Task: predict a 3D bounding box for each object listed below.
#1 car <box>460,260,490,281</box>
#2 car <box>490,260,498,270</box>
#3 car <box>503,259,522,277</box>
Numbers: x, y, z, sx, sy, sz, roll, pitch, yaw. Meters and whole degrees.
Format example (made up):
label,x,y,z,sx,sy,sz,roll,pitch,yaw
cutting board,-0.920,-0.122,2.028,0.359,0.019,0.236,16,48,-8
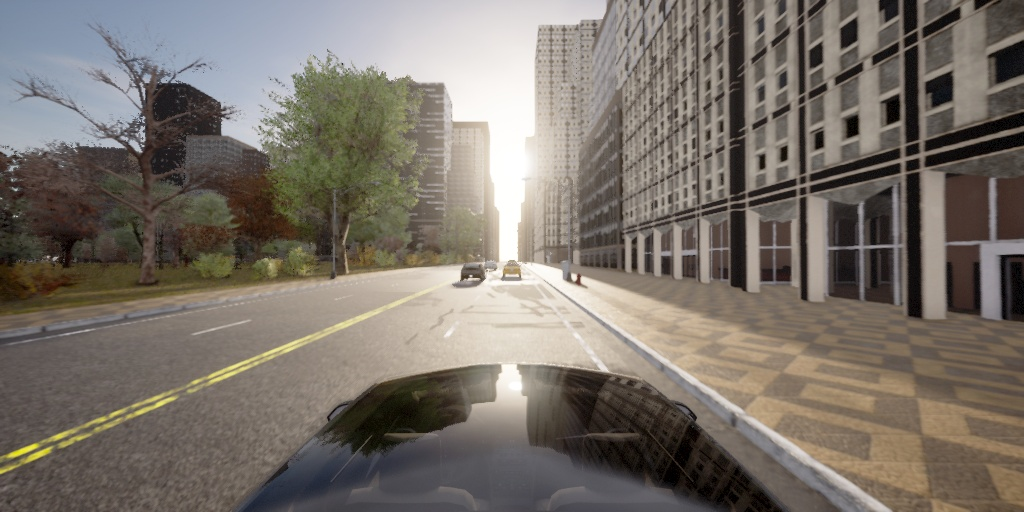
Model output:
label,x,y,z,sx,sy,sz,roll,pitch,yaw
car,-3.164,1.279,30.002,1.837,1.490,4.892,0,0,0
car,-3.175,1.374,53.494,1.812,1.442,4.674,0,0,0
car,0.013,1.268,36.053,1.801,1.575,5.366,0,0,1
